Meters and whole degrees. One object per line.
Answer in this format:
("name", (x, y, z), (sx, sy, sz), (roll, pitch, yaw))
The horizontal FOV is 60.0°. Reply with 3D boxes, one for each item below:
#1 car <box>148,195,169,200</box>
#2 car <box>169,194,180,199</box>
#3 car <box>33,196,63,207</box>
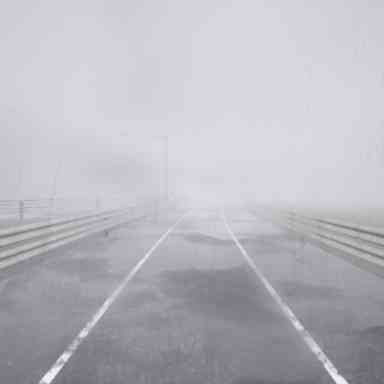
("car", (-6.623, 1.331, 60.732), (2.033, 1.411, 5.357), (0, 0, 16))
("car", (-4.981, 1.374, 78.641), (1.994, 1.385, 4.181), (0, 0, 17))
("car", (-18.612, 1.276, 42.928), (1.812, 1.442, 4.674), (0, 0, 14))
